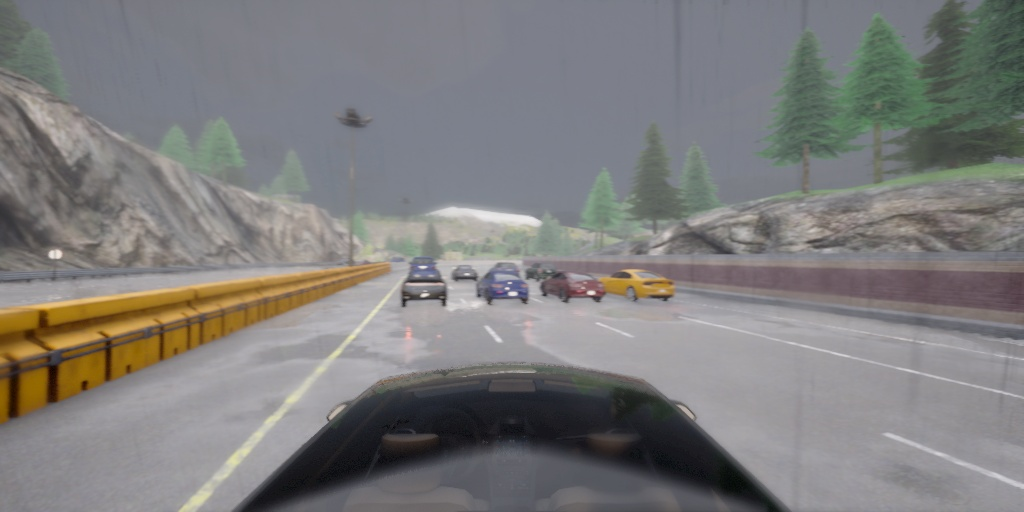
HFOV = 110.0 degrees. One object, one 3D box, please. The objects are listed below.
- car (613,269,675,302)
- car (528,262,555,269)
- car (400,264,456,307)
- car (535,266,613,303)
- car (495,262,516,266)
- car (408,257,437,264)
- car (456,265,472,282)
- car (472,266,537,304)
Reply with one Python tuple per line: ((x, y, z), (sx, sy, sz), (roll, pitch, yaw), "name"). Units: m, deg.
((6.239, 1.433, 18.698), (1.882, 1.535, 5.008), (1, 0, -14), "car")
((2.667, 1.363, 32.857), (2.097, 1.767, 4.553), (1, -1, -14), "car")
((-3.897, 1.296, 15.949), (2.128, 1.511, 4.902), (1, 0, -14), "car")
((2.867, 1.430, 17.751), (1.812, 1.442, 4.674), (1, 0, -14), "car")
((-0.726, 1.312, 32.001), (2.097, 1.767, 4.553), (1, -1, -14), "car")
((-7.496, 1.078, 30.219), (2.150, 2.045, 5.566), (1, 0, -14), "car")
((-4.170, 1.477, 31.344), (1.994, 1.385, 4.181), (1, 0, -14), "car")
((-0.524, 1.380, 16.884), (1.812, 1.442, 4.674), (1, 0, -14), "car")
